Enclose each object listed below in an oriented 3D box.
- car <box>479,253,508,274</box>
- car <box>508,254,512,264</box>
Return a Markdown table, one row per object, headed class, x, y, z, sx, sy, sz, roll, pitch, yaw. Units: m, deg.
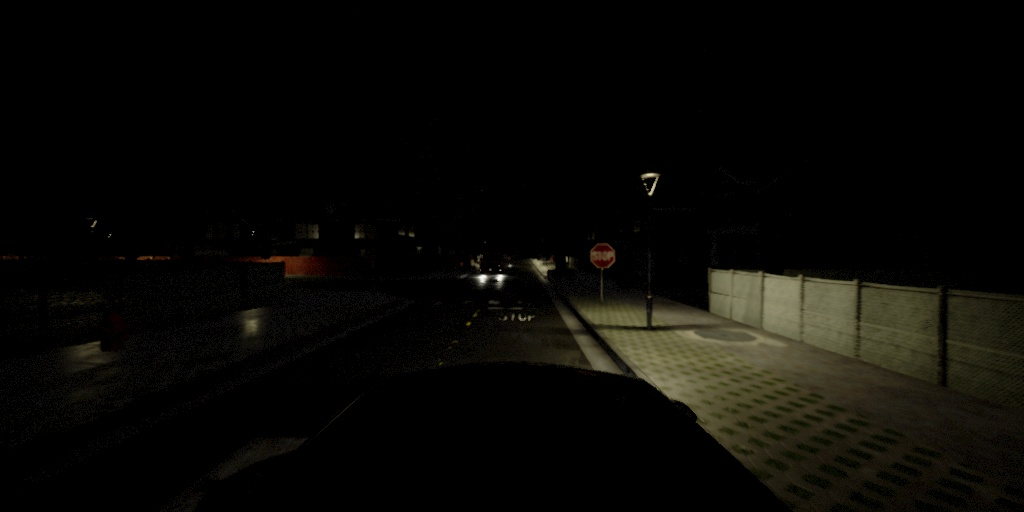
| class | x | y | z | sx | sy | sz | roll | pitch | yaw |
| --- | --- | --- | --- | --- | --- | --- | --- | --- | --- |
| car | -1.858 | 0.748 | 34.772 | 2.150 | 2.045 | 5.566 | 0 | 2 | 2 |
| car | -1.022 | 0.410 | 62.402 | 1.882 | 1.535 | 5.008 | 0 | 1 | 2 |
